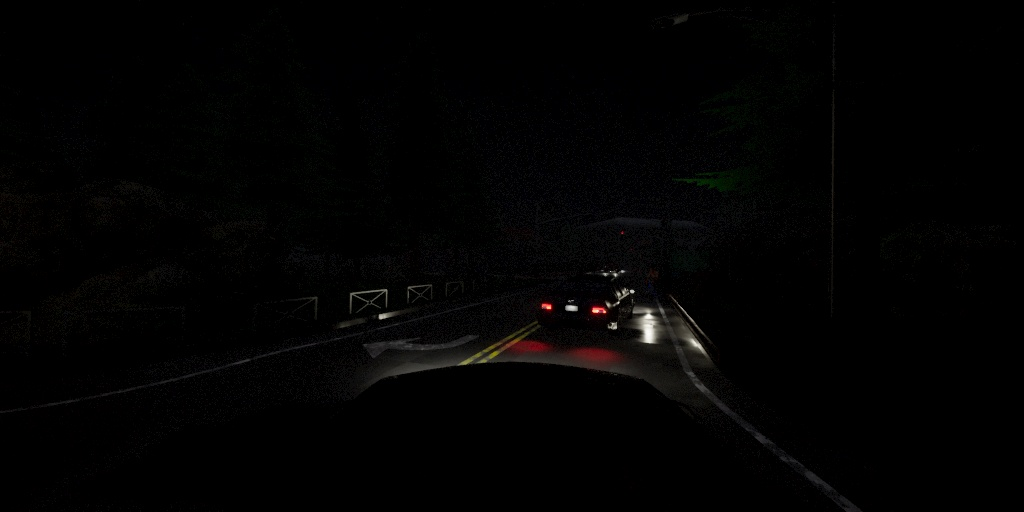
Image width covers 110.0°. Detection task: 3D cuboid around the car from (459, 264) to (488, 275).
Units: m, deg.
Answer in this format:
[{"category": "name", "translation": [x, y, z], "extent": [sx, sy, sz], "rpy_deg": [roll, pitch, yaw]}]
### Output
[{"category": "car", "translation": [-5.111, 1.721, 44.816], "extent": [4.181, 1.385, 1.994], "rpy_deg": [1, -1, 20]}]

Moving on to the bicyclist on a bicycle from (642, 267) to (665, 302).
[{"category": "bicyclist on a bicycle", "translation": [6.523, 1.313, 16.498], "extent": [1.656, 1.620, 0.582], "rpy_deg": [1, -1, -31]}]

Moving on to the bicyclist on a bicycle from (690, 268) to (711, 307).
[{"category": "bicyclist on a bicycle", "translation": [7.960, 1.325, 15.107], "extent": [1.656, 1.620, 0.582], "rpy_deg": [1, -1, -34]}]

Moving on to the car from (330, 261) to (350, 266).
[{"category": "car", "translation": [-24.239, 1.460, 52.157], "extent": [5.357, 1.411, 2.033], "rpy_deg": [1, -1, 24]}]

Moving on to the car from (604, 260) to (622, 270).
[{"category": "car", "translation": [16.687, 1.771, 59.857], "extent": [2.150, 2.045, 5.566], "rpy_deg": [1, -1, 20]}]

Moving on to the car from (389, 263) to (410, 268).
[{"category": "car", "translation": [-14.490, 1.599, 48.270], "extent": [4.181, 1.385, 1.994], "rpy_deg": [1, -1, 21]}]

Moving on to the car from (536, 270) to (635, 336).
[{"category": "car", "translation": [2.361, 1.263, 10.316], "extent": [2.033, 1.411, 5.357], "rpy_deg": [1, -1, 24]}]
